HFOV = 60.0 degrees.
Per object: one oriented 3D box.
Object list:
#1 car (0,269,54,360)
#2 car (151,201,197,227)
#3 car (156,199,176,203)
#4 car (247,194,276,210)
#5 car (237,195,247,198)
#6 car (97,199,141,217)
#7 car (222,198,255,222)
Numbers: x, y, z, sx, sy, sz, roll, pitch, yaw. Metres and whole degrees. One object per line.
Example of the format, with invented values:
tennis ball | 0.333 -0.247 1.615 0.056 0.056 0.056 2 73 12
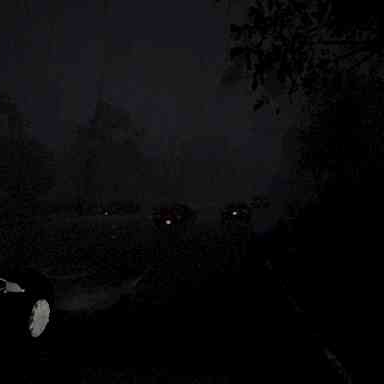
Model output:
car | -3.194 1.480 3.458 1.837 1.490 4.892 0 0 2
car | -0.946 1.486 21.849 1.895 1.301 4.718 0 0 11
car | -2.332 1.391 31.457 1.994 1.385 4.181 0 0 17
car | 8.557 1.173 40.809 2.097 1.767 4.553 0 0 22
car | 10.622 1.224 67.207 1.994 1.385 4.181 1 1 34
car | -6.405 1.367 30.020 2.033 1.411 5.357 0 0 15
car | 3.449 1.447 25.168 1.994 1.385 4.181 0 0 13
